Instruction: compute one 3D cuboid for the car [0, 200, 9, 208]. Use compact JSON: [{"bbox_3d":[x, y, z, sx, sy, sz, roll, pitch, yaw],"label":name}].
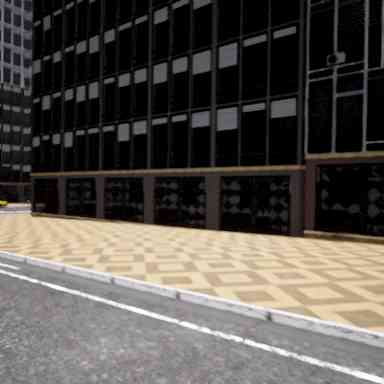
[{"bbox_3d":[-28.288,1.554,46.409,1.752,1.417,4.829,1,0,36],"label":"car"}]
